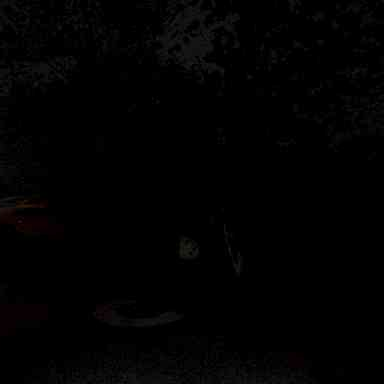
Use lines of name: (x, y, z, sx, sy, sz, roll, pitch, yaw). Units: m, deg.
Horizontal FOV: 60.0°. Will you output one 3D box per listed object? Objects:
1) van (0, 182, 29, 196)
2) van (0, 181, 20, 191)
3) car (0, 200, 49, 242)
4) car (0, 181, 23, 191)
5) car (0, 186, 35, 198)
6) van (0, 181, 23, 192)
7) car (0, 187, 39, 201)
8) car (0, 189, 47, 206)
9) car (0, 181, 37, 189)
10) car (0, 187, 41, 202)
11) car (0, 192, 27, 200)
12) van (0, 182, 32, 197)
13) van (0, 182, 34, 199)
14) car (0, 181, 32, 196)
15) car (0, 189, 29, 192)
van: (-26.428, -0.422, 48.557, 4.442, 1.987, 1.878, 1, 1, -30)
van: (-40.218, -1.335, 72.711, 4.442, 1.987, 1.878, 1, 1, -30)
car: (-6.913, 1.307, 15.240, 5.008, 1.535, 2.097, 1, 2, -30)
car: (-38.950, -1.271, 70.244, 5.566, 2.045, 2.435, 1, 1, -30)
car: (-23.544, -0.012, 43.837, 5.008, 1.535, 2.097, 1, 1, -30)
van: (-34.647, -0.970, 63.140, 4.442, 1.987, 1.878, 1, 1, -30)
car: (-20.740, 0.209, 39.067, 4.792, 1.488, 2.163, 1, 1, -30)
car: (-16.616, 0.534, 31.866, 4.792, 1.488, 2.163, 1, 2, -30)
car: (-15.165, 0.370, 29.496, 5.566, 2.045, 2.435, 1, 2, -30)
car: (-19.413, 0.308, 36.787, 4.792, 1.488, 2.163, 1, 2, -30)
car: (-8.270, 1.067, 17.648, 4.553, 1.767, 2.185, 1, 2, -30)
van: (-24.834, -0.327, 46.281, 4.442, 1.987, 1.878, 1, 1, -30)
van: (-22.234, -0.145, 41.369, 4.442, 1.987, 1.878, 1, 2, -31)
car: (-27.743, -0.537, 50.993, 5.566, 2.045, 2.435, 1, 1, -30)
car: (-12.575, 0.845, 24.611, 5.366, 1.575, 1.946, 1, 2, -30)
